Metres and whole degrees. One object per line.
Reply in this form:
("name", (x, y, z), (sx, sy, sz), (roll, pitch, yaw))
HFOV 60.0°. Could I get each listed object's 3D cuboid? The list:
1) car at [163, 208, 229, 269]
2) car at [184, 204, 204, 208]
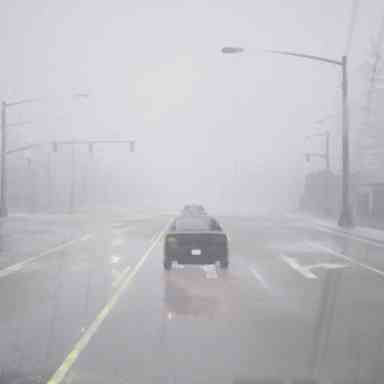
("car", (0.103, 1.484, 11.242), (1.882, 1.535, 5.008), (0, -1, 0))
("car", (0.138, 1.589, 23.879), (2.033, 1.411, 5.357), (0, 0, -3))
